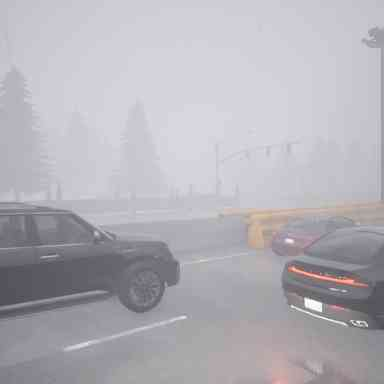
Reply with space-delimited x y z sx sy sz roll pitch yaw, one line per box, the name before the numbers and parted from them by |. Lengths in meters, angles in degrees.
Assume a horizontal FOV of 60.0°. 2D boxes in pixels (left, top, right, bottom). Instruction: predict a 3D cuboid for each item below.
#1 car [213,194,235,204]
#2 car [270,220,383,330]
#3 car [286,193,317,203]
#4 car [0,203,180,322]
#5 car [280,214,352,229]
car | 4.738 1.028 50.123 2.128 1.511 4.902 -1 1 -35
car | 3.815 1.435 6.470 4.892 1.490 1.837 -1 1 -35
car | 16.844 0.869 51.339 2.128 1.511 4.902 -1 1 -35
car | -2.904 1.217 5.973 5.566 2.045 2.150 0 0 -36
car | 4.626 1.442 11.338 4.181 1.385 1.994 -1 1 -35
